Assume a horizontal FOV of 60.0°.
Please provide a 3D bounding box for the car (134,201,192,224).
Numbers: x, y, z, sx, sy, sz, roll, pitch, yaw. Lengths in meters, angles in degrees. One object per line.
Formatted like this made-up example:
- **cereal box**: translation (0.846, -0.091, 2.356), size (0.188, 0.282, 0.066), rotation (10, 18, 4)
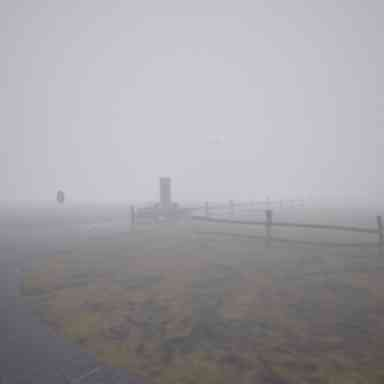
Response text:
- **car**: translation (-1.925, 1.371, 23.364), size (2.128, 1.511, 4.902), rotation (-2, -1, 36)
